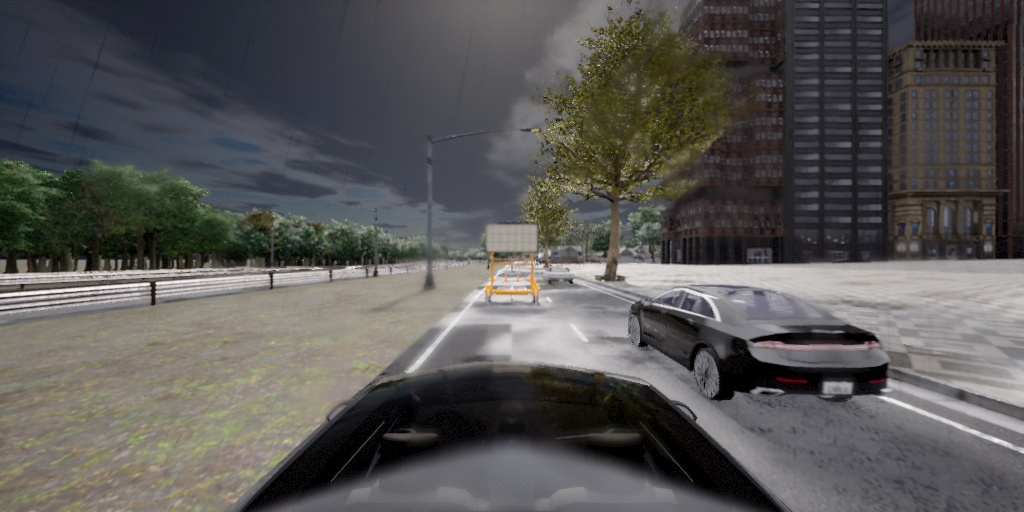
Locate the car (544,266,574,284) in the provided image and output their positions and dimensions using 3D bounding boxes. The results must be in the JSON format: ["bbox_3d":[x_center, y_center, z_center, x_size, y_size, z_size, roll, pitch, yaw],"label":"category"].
[{"bbox_3d":[3.608,1.476,28.350,1.895,1.301,4.718,0,0,0],"label":"car"}]

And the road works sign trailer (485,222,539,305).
[{"bbox_3d":[0.004,0.255,16.260,2.380,3.560,2.880,0,0,0],"label":"road works sign trailer"}]

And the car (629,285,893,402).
[{"bbox_3d":[3.603,1.251,6.383,2.128,1.511,4.902,0,0,0],"label":"car"}]
